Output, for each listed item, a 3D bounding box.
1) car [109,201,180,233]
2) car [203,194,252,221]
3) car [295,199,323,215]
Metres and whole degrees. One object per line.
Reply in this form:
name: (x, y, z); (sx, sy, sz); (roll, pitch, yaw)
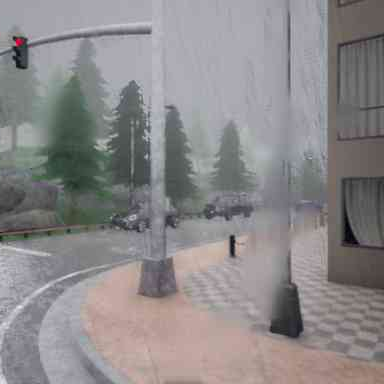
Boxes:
car: (-2.727, 1.359, 19.755); (2.097, 1.767, 4.553); (0, 0, 35)
car: (3.147, 1.228, 28.186); (2.150, 2.045, 5.566); (0, 0, 35)
car: (12.352, 1.485, 34.965); (1.882, 1.535, 5.008); (0, 0, 35)
